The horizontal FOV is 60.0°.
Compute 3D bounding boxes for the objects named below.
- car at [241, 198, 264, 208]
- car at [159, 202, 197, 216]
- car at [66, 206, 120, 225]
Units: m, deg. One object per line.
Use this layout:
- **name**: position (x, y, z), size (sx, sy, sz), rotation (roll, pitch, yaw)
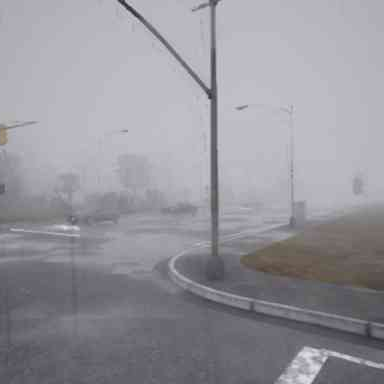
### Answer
- **car**: position (9.581, 1.717, 52.394), size (2.033, 1.411, 5.357), rotation (-1, 0, 33)
- **car**: position (-1.388, 1.778, 35.239), size (1.895, 1.301, 4.718), rotation (-1, 0, 32)
- **car**: position (-7.509, 1.744, 25.585), size (1.994, 1.385, 4.181), rotation (-1, 0, 32)
